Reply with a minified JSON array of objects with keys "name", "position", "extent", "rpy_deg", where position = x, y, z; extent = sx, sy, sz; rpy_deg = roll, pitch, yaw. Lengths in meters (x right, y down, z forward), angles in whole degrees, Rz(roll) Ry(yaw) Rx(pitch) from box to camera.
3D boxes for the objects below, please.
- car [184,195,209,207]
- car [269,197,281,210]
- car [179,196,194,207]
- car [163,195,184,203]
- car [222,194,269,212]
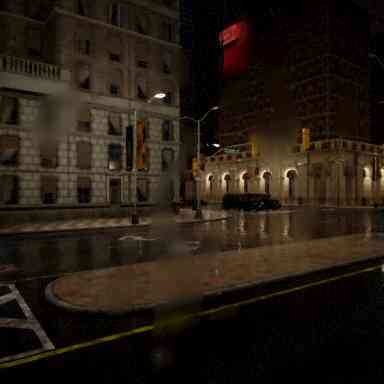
[{"name":"car","position":[0.446,1.547,52.153],"extent":[2.033,1.411,5.357],"rpy_deg":[0,0,-35]},{"name":"car","position":[8.346,1.221,41.318],"extent":[2.150,2.045,5.566],"rpy_deg":[0,0,-38]},{"name":"car","position":[-2.017,1.601,49.581],"extent":[1.895,1.301,4.718],"rpy_deg":[0,0,-35]},{"name":"car","position":[-3.994,1.513,70.881],"extent":[2.128,1.511,4.902],"rpy_deg":[0,0,-35]},{"name":"car","position":[5.811,1.222,38.634],"extent":[2.150,2.045,5.566],"rpy_deg":[0,0,-36]}]
